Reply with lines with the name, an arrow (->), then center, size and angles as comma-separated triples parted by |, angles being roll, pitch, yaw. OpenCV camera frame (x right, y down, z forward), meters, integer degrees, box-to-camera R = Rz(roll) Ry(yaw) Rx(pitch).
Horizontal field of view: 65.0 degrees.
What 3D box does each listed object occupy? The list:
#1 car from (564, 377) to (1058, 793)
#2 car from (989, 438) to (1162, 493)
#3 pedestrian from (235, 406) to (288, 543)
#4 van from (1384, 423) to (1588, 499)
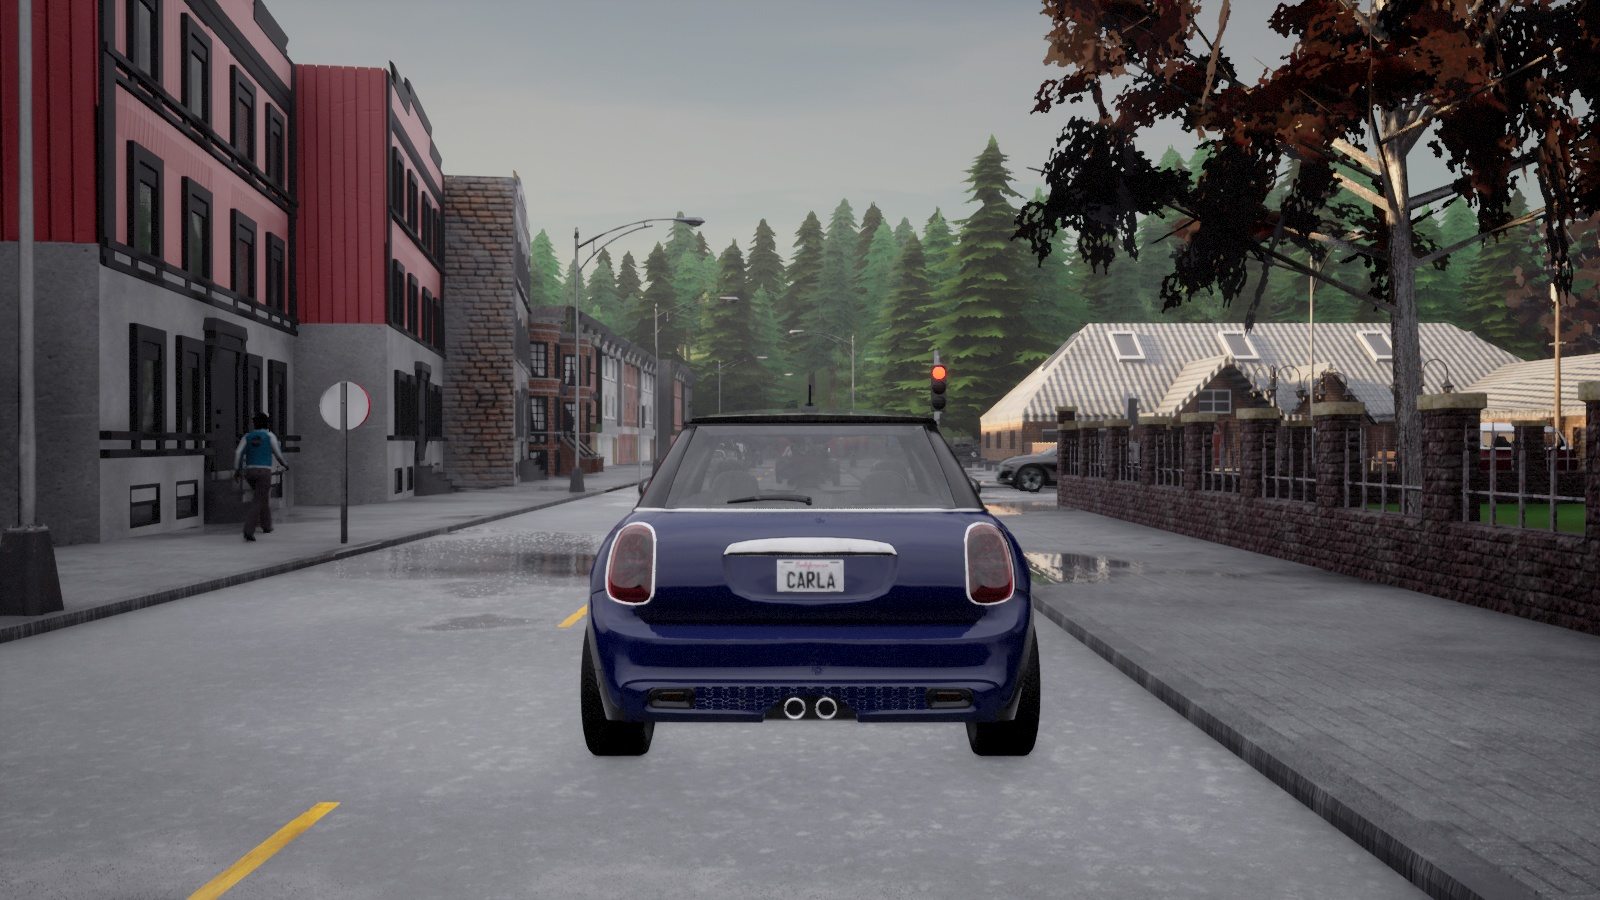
car -> 0.057, 0.562, 7.614 | 2.097, 1.767, 4.553 | 0, 0, 0
car -> 8.377, 0.463, 38.520 | 4.856, 1.649, 2.033 | 0, 0, 0
pedestrian -> -7.750, 0.347, 18.090 | 0.396, 1.930, 0.692 | 0, 0, 7
van -> 18.721, 0.289, 34.419 | 4.480, 2.038, 2.069 | 0, 0, -1
